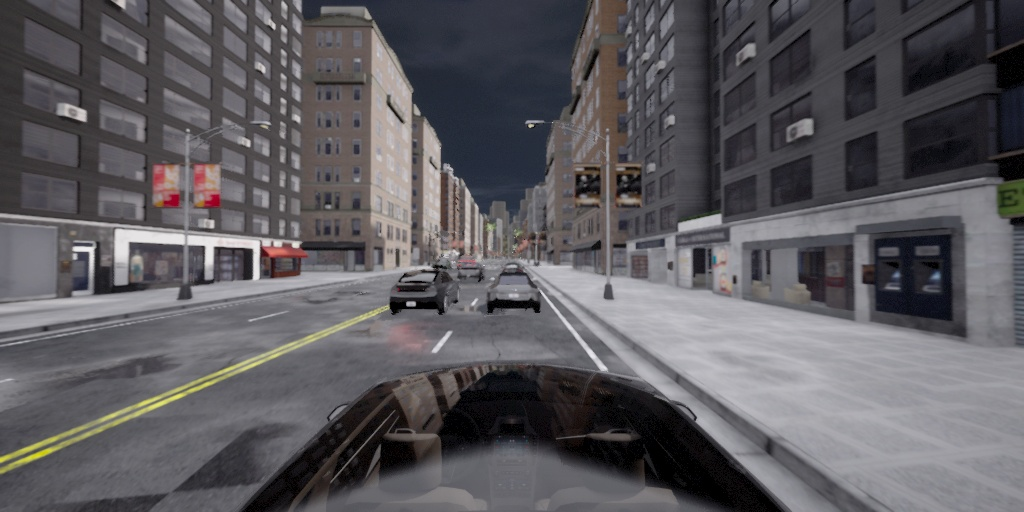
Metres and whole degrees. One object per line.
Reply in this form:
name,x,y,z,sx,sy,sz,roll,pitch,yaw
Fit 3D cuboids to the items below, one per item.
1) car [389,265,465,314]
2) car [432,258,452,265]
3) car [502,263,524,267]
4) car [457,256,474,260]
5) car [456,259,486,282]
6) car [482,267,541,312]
car,-3.180,1.263,13.777,1.837,1.490,4.892,0,0,0
car,-9.818,1.090,50.434,2.097,1.767,4.553,0,0,0
car,0.075,1.280,29.891,1.812,1.442,4.674,0,0,0
car,-6.563,0.962,51.330,2.150,2.045,5.566,0,0,0
car,-3.180,1.247,28.798,2.128,1.511,4.902,0,0,0
car,0.073,1.321,14.241,1.994,1.385,4.181,0,0,0
